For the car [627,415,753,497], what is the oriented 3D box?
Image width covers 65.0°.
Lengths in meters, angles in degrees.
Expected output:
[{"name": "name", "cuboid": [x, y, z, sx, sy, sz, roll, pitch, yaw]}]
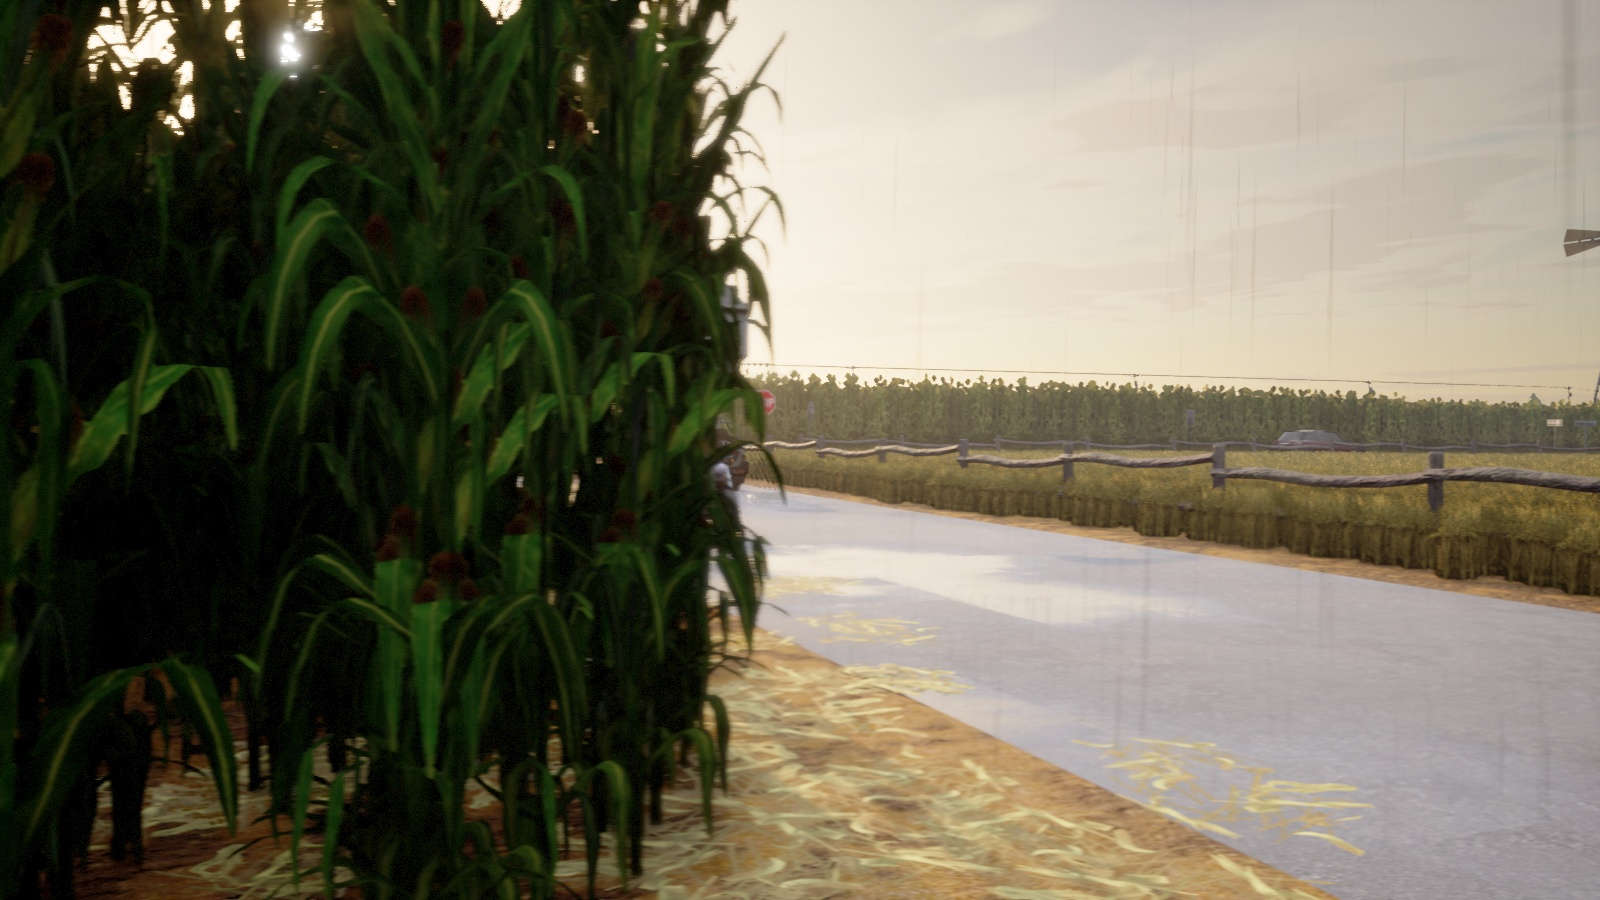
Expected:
[{"name": "car", "cuboid": [-2.813, 0.081, 31.097, 1.932, 1.855, 4.605, -1, 1, -21]}]

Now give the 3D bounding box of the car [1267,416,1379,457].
[{"name": "car", "cuboid": [24.034, -0.633, 57.743, 4.553, 1.767, 2.097, -1, 1, -20]}]

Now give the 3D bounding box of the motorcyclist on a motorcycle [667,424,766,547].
[{"name": "motorcyclist on a motorcycle", "cuboid": [-1.249, 0.455, 18.172, 0.766, 1.649, 2.350, -1, 1, -21]}]
